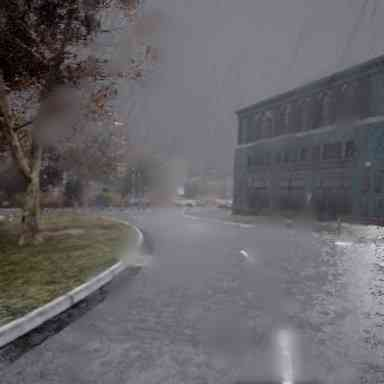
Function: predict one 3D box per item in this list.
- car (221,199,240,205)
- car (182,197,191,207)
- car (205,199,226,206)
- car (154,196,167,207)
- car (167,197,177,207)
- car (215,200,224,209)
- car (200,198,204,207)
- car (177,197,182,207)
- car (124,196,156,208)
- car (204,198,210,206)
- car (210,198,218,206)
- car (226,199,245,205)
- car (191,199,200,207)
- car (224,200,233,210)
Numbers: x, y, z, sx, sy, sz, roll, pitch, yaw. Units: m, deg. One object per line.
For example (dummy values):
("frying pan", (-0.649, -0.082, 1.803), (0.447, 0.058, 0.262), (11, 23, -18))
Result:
("car", (10.582, 2.729, 90.900), (5.008, 1.535, 2.097), (1, 0, 13))
("car", (-3.651, 2.267, 68.155), (5.366, 1.575, 1.946), (2, -1, 10))
("car", (5.811, 2.639, 83.374), (5.008, 1.535, 2.097), (1, 0, 12))
("car", (-7.974, 1.726, 60.438), (5.566, 2.045, 2.435), (2, -1, 10))
("car", (-6.428, 1.829, 63.010), (5.566, 2.045, 2.435), (2, -1, 10))
("car", (7.179, 2.813, 67.257), (1.895, 1.301, 4.718), (2, 0, 31))
("car", (-0.383, 2.311, 73.235), (4.553, 1.767, 2.185), (1, -1, 11))
("car", (-4.997, 2.053, 65.579), (4.553, 1.767, 2.185), (2, -1, 10))
("car", (-9.426, 1.878, 57.850), (4.892, 1.521, 2.231), (2, -1, 9))
("car", (1.093, 2.530, 75.785), (4.792, 1.488, 2.163), (1, 0, 11))
("car", (2.651, 2.305, 78.325), (5.566, 2.045, 2.435), (1, 0, 11))
("car", (12.182, 2.759, 93.412), (5.008, 1.535, 2.097), (1, 0, 13))
("car", (-1.909, 2.110, 70.692), (5.566, 2.045, 2.435), (1, -1, 11))
("car", (8.435, 2.744, 63.879), (1.837, 1.490, 4.892), (2, -1, 31))
